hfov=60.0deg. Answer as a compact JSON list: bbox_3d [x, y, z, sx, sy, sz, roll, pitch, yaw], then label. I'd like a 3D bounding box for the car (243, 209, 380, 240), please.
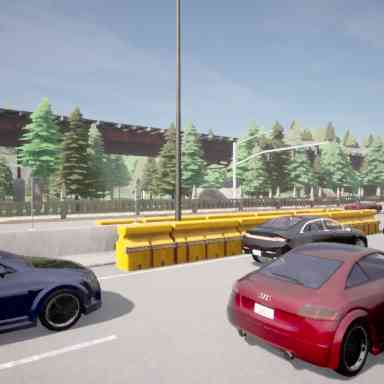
[{"bbox_3d":[3.796,1.491,10.762,4.902,1.511,2.128,0,0,-36],"label":"car"}]

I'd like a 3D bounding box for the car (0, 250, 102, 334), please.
[{"bbox_3d":[-3.664,1.564,5.429,4.181,1.385,1.994,0,0,-36],"label":"car"}]

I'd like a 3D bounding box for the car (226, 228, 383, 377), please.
[{"bbox_3d":[2.603,1.564,5.616,4.181,1.385,1.994,0,0,-35],"label":"car"}]

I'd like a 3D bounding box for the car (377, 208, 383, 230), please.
[{"bbox_3d":[10.986,1.564,15.906,4.181,1.385,1.994,0,0,-35],"label":"car"}]

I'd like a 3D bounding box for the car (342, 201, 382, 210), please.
[{"bbox_3d":[17.075,1.601,33.410,4.718,1.301,1.895,0,0,-36],"label":"car"}]
